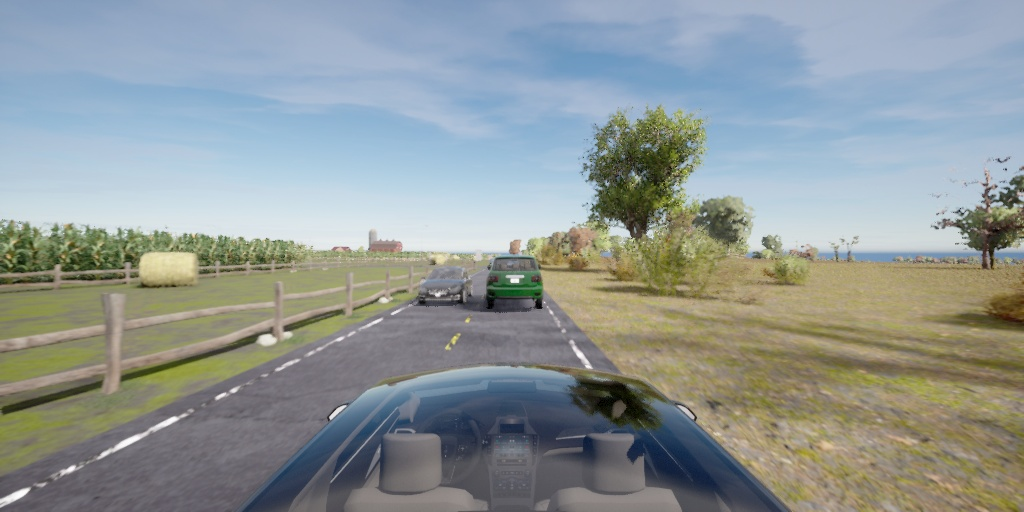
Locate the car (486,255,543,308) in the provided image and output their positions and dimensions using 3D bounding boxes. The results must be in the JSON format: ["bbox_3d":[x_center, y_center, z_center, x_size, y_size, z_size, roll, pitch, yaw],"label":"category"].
[{"bbox_3d":[0.100,0.973,15.355,2.150,2.045,5.566,0,0,0],"label":"car"}]

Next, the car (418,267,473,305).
[{"bbox_3d":[-2.850,1.257,16.183,1.837,1.490,4.892,0,0,0],"label":"car"}]
